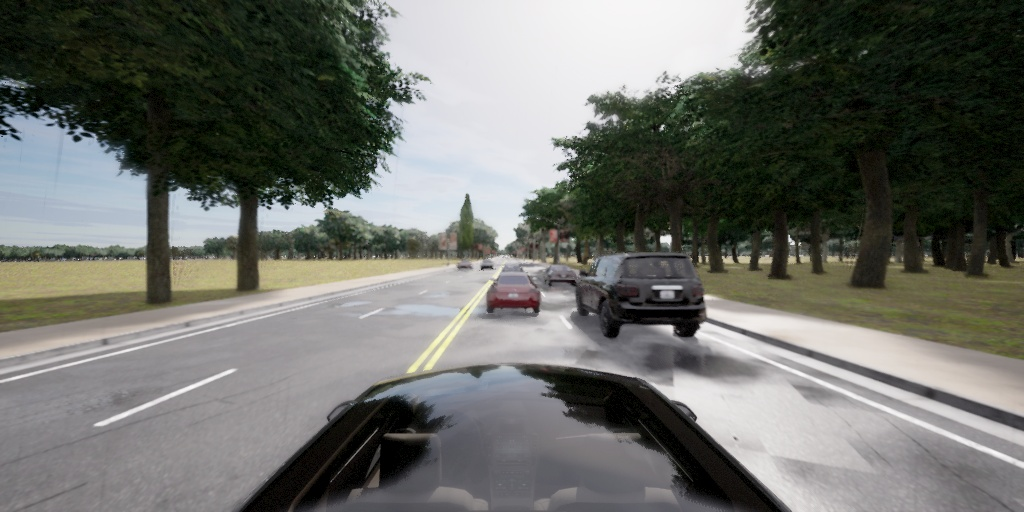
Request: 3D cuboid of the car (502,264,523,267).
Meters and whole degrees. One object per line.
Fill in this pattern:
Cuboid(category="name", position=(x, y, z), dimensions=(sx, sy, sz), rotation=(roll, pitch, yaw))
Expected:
Cuboid(category="car", position=(0.035, 1.307, 29.432), dimensions=(1.994, 1.385, 4.181), rotation=(0, 0, 0))

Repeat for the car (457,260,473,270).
Cuboid(category="car", position=(-6.705, 1.301, 51.771), dimensions=(1.994, 1.385, 4.181), rotation=(0, 0, 0))

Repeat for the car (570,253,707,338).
Cuboid(category="car", position=(3.303, 0.962, 10.351), dimensions=(2.150, 2.045, 5.566), rotation=(0, -1, 0))

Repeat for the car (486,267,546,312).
Cuboid(category="car", position=(0.065, 1.311, 14.225), dimensions=(1.994, 1.385, 4.181), rotation=(0, 0, 0))

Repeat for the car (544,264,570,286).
Cuboid(category="car", position=(3.268, 1.291, 25.101), dimensions=(2.033, 1.411, 5.357), rotation=(0, 0, 0))

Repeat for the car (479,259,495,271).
Cuboid(category="car", position=(-3.452, 1.241, 50.489), dimensions=(1.837, 1.490, 4.892), rotation=(0, 0, 0))
